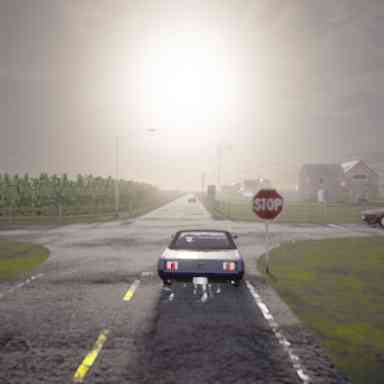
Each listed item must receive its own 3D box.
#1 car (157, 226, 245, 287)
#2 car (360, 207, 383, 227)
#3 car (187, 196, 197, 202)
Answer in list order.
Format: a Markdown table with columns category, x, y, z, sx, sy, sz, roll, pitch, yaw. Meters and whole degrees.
| category | x | y | z | sx | sy | sz | roll | pitch | yaw |
| --- | --- | --- | --- | --- | --- | --- | --- | --- | --- |
| car | 0.348 | 1.597 | 9.285 | 1.895 | 1.301 | 4.718 | 0 | 0 | 4 |
| car | 13.214 | 1.347 | 20.761 | 5.008 | 1.535 | 1.882 | -1 | 0 | 1 |
| car | 0.031 | 1.557 | 75.838 | 2.128 | 1.511 | 4.902 | 0 | 0 | 0 |
